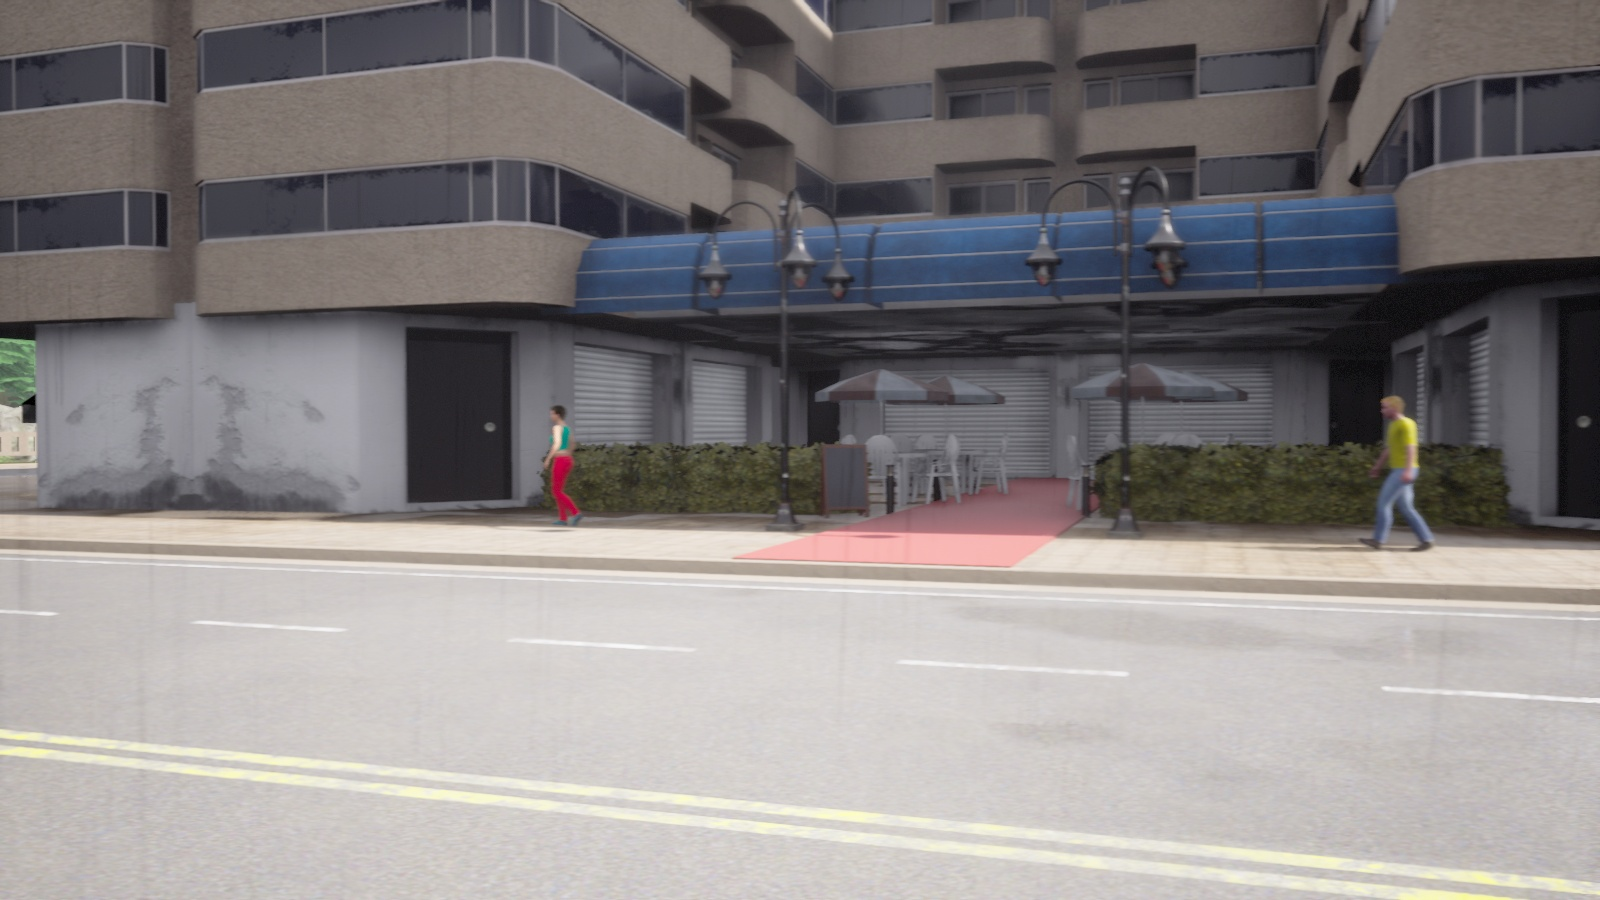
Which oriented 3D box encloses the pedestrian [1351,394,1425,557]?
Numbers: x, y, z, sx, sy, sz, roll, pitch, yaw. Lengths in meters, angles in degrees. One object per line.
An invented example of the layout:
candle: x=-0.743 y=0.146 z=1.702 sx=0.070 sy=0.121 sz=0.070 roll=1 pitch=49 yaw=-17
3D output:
pedestrian: x=6.733 y=0.280 z=14.399 sx=0.706 sy=1.836 sz=0.354 roll=0 pitch=1 yaw=16

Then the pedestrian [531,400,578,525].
pedestrian: x=-3.648 y=0.173 z=18.690 sx=0.594 sy=1.836 sz=0.345 roll=0 pitch=1 yaw=17
